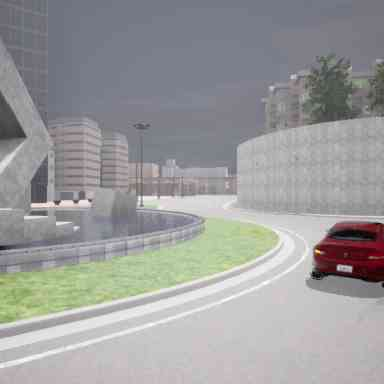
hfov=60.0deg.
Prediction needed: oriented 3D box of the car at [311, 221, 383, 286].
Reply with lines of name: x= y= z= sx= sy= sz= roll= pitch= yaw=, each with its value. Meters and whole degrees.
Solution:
car: x=4.652 y=1.526 z=9.250 sx=1.812 sy=1.442 sz=4.674 roll=1 pitch=0 yaw=34
